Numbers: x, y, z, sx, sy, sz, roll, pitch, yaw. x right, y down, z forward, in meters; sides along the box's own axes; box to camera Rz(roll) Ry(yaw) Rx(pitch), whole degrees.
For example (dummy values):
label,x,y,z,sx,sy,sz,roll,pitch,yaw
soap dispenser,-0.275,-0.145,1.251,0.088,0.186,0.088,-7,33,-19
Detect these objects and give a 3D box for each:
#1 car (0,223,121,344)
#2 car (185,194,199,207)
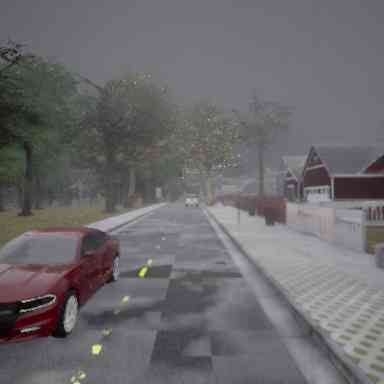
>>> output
label,x,y,z,sx,sy,sz,roll,pitch,yaw
car,-2.816,1.486,6.843,1.882,1.535,5.008,0,0,0
car,-0.001,1.398,55.222,2.150,2.045,5.566,0,0,0
